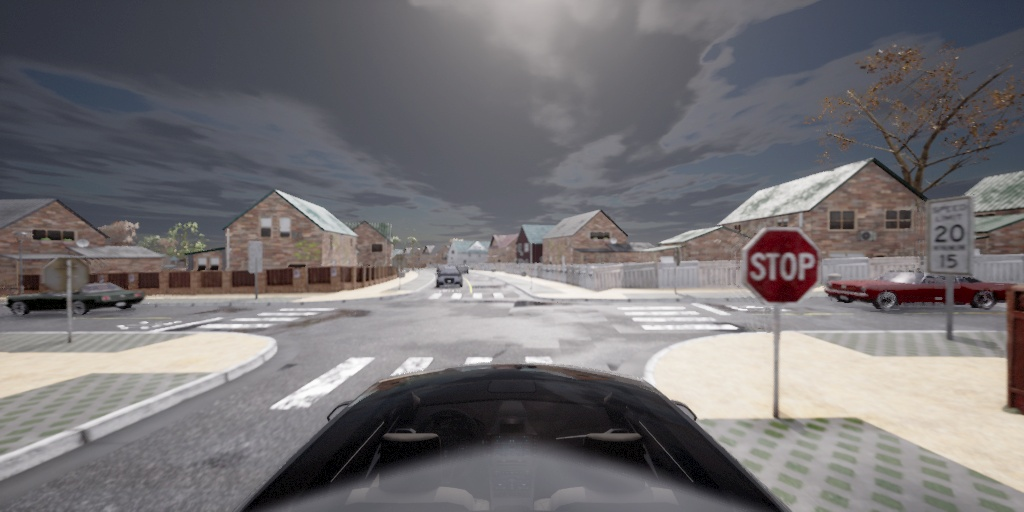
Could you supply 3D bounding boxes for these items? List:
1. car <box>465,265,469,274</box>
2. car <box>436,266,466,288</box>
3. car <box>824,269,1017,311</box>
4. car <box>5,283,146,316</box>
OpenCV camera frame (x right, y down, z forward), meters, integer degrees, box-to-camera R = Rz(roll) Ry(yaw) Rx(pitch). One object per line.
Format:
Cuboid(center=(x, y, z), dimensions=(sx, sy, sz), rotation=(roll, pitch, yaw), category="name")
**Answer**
Cuboid(center=(-8.131, 2.144, 57.543), dimensions=(2.128, 1.511, 4.902), rotation=(0, -1, -17), category="car")
Cuboid(center=(-4.858, 1.698, 28.158), dimensions=(1.994, 1.385, 4.181), rotation=(0, -1, -8), category="car")
Cuboid(center=(14.142, 1.138, 12.701), dimensions=(4.718, 1.301, 1.895), rotation=(-1, 0, 6), category="car")
Cuboid(center=(-19.534, 1.896, 16.104), dimensions=(4.718, 1.301, 1.895), rotation=(-1, 0, 5), category="car")
